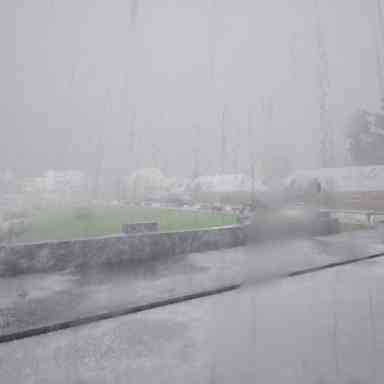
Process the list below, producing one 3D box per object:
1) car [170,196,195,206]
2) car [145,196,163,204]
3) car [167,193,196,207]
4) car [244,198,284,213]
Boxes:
[{"bbox_3d":[-1.684,1.478,57.590,1.882,1.535,5.008,0,0,-35],"label":"car"},{"bbox_3d":[-7.606,1.478,65.827,1.882,1.535,5.008,0,0,-35],"label":"car"},{"bbox_3d":[-1.711,1.214,50.507,2.150,2.045,5.566,0,1,-35],"label":"car"},{"bbox_3d":[7.930,1.505,36.940,1.837,1.490,4.892,0,0,-35],"label":"car"}]
